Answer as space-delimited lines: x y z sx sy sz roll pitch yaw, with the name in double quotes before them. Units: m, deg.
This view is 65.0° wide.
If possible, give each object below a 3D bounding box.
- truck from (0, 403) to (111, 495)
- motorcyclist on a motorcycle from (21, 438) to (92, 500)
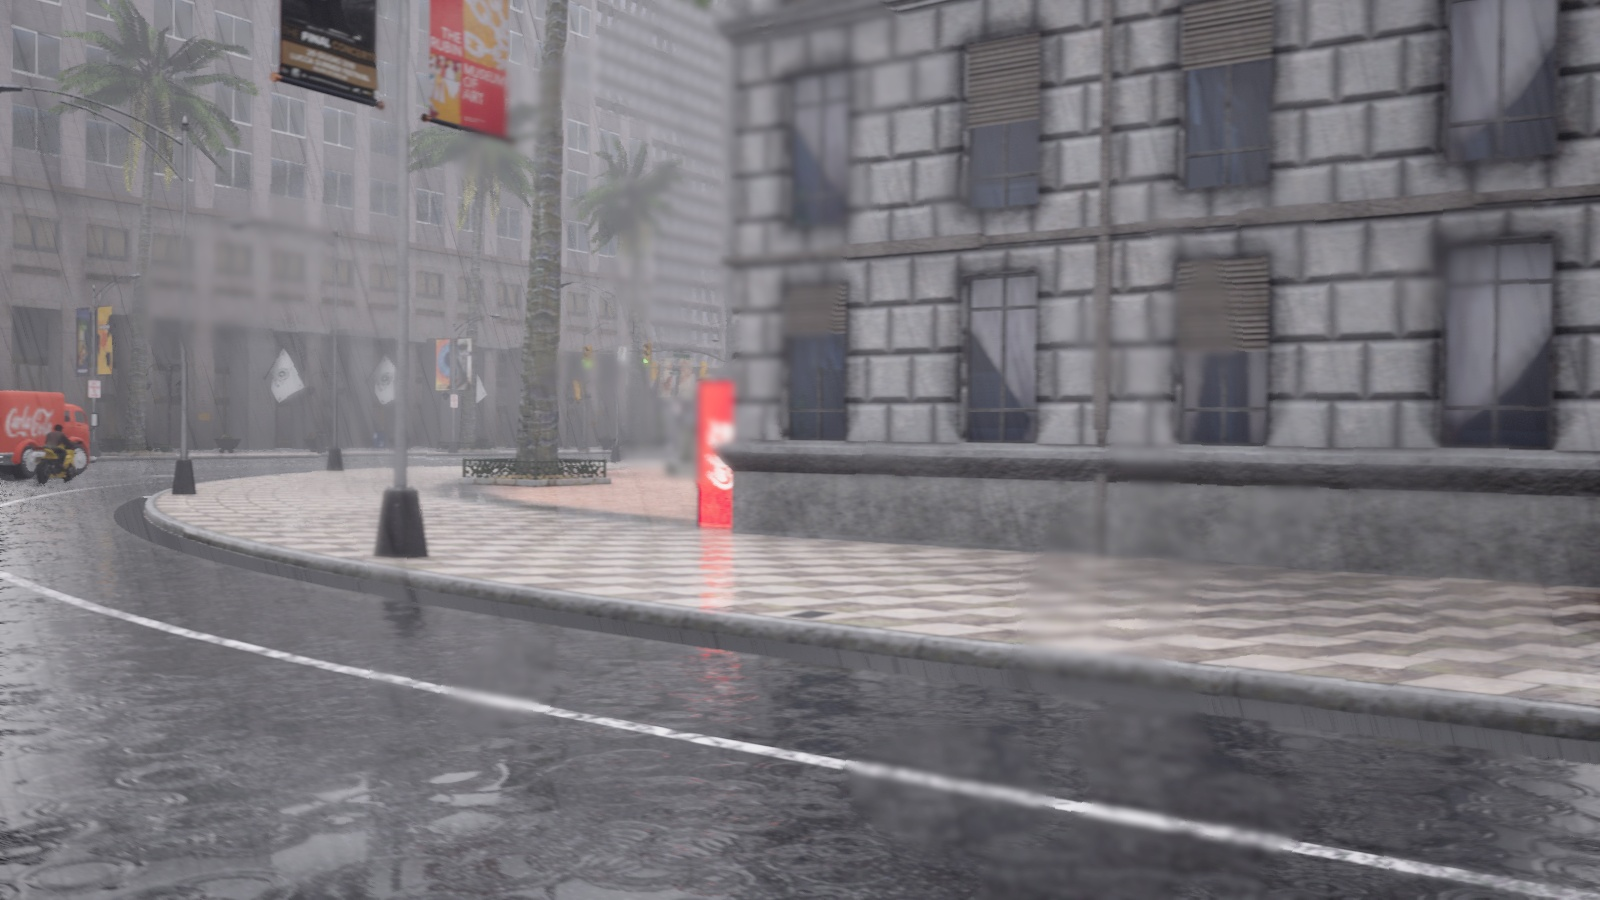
"truck" -22.525 -0.043 36.008 2.627 2.467 5.204 -1 1 0
"motorcyclist on a motorcycle" -18.854 0.449 31.893 0.797 1.523 2.044 0 1 -8
